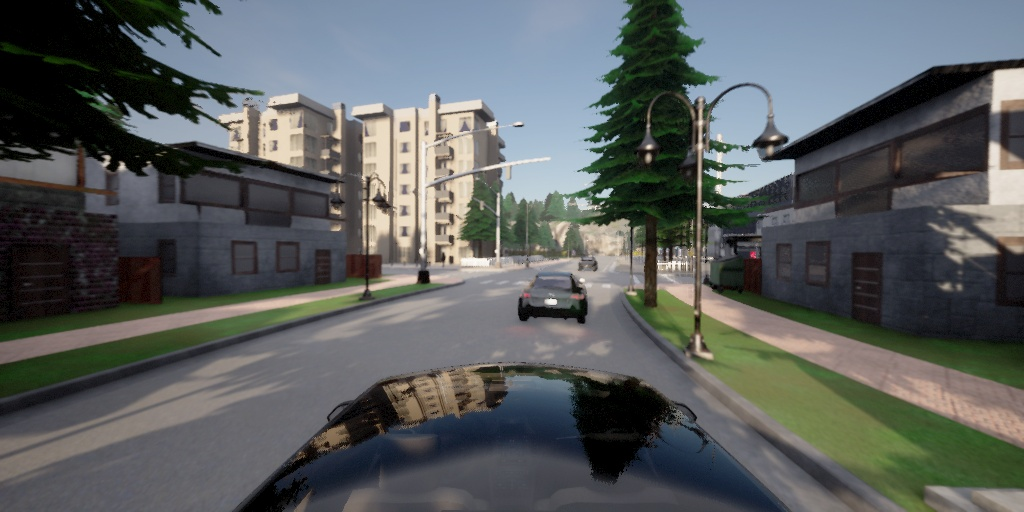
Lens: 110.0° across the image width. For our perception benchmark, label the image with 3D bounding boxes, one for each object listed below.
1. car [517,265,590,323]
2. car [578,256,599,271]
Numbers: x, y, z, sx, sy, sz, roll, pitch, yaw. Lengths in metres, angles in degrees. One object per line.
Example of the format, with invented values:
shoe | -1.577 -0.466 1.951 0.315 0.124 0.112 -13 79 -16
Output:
car | 1.411 1.181 11.645 1.994 1.385 4.181 1 1 11
car | 8.315 0.793 39.087 2.128 1.511 4.902 1 1 16
